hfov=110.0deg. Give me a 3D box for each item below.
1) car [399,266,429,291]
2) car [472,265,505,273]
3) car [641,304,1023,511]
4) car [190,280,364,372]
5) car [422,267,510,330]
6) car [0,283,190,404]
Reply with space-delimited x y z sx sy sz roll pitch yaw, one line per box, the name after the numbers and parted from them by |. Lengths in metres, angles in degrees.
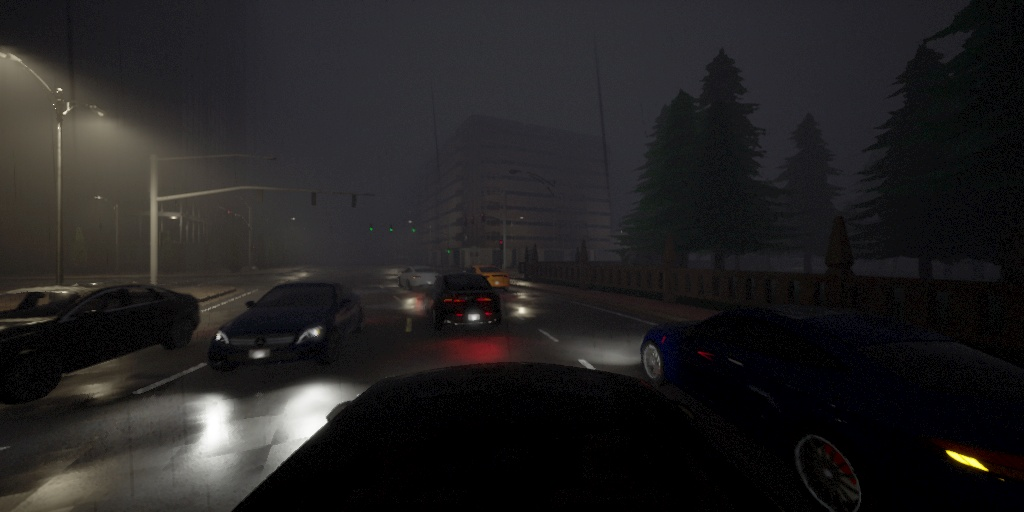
-5.836 1.332 22.461 1.812 1.442 4.674 0 0 -28 | car
-1.751 1.279 21.234 1.882 1.535 5.008 0 0 -23 | car
3.175 1.280 4.068 1.812 1.442 4.674 0 0 -4 | car
-4.529 1.294 7.957 1.812 1.442 4.674 0 0 -13 | car
-1.680 1.283 11.387 1.837 1.490 4.892 0 0 -17 | car
-7.736 1.256 6.217 2.128 1.511 4.902 0 0 -12 | car
